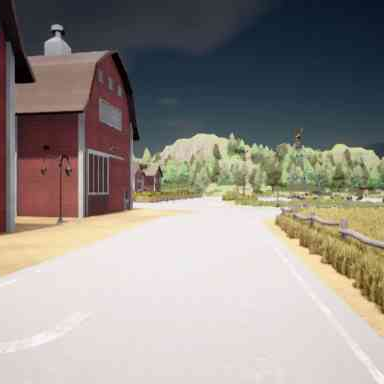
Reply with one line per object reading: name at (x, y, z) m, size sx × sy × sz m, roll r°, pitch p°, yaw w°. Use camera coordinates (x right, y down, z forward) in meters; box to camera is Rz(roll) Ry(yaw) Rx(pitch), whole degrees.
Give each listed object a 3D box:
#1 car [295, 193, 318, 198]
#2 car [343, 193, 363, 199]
car at (26.910, 1.272, 77.178) m, size 4.605 × 1.855 × 1.932 m, roll 0°, pitch 0°, yaw 9°
car at (41.634, 1.278, 85.097) m, size 3.866 × 1.878 × 1.905 m, roll 0°, pitch 0°, yaw 9°
